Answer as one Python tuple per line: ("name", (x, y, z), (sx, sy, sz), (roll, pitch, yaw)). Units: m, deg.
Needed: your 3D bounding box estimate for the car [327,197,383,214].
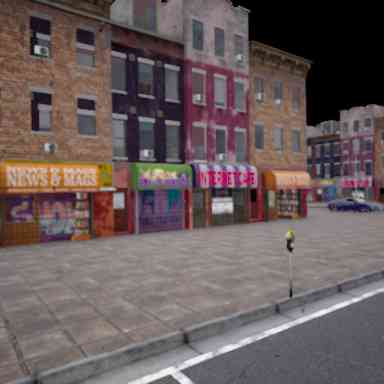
("car", (14.360, 1.149, 29.535), (1.812, 1.442, 4.674), (-1, 1, -35))
